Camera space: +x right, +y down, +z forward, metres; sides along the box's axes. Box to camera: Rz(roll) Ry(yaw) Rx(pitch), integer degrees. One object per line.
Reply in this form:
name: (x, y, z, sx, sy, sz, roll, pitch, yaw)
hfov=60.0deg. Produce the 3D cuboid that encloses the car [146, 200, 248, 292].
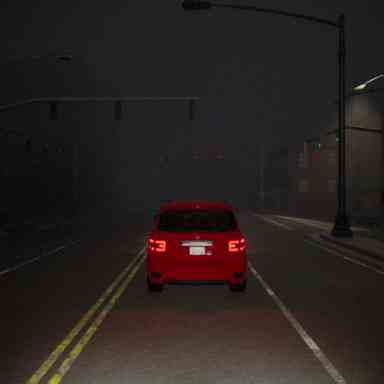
car: (0.101, 1.221, 9.060, 2.150, 2.045, 5.566, 0, 0, 0)

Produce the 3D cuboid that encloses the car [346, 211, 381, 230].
car: (15.435, 2.487, 29.654, 4.902, 1.511, 2.128, 8, 0, 0)
